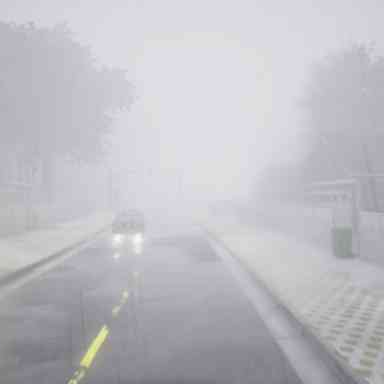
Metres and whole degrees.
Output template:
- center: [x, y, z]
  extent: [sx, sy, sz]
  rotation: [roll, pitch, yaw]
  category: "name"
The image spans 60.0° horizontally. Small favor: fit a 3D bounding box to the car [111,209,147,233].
- center: [-3.981, 1.824, 21.612]
  extent: [1.994, 1.385, 4.181]
  rotation: [0, -1, -6]
  category: "car"
